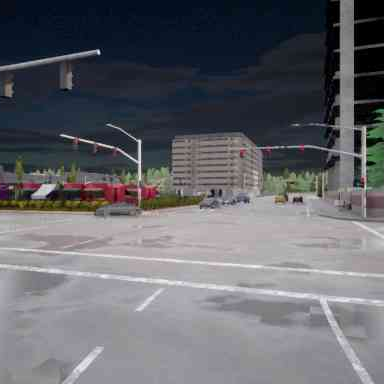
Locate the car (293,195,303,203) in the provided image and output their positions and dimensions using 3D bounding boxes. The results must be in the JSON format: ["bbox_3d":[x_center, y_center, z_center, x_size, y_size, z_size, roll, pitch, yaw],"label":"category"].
[{"bbox_3d":[21.516,1.478,67.606,1.882,1.535,5.008,0,0,19],"label":"car"}]

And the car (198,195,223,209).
[{"bbox_3d":[2.383,1.507,44.440,1.837,1.490,4.892,0,-1,19],"label":"car"}]

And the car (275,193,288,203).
[{"bbox_3d":[18.304,1.478,69.013,1.882,1.535,5.008,0,0,19],"label":"car"}]

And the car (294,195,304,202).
[{"bbox_3d":[24.818,1.525,77.347,2.128,1.511,4.902,0,0,19],"label":"car"}]

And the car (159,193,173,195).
[{"bbox_3d":[-7.884,1.209,81.479,4.605,1.855,1.932,0,0,19],"label":"car"}]

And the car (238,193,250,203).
[{"bbox_3d":[10.202,1.222,67.083,2.150,2.045,5.566,0,0,20],"label":"car"}]

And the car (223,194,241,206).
[{"bbox_3d":[6.387,1.492,56.122,2.128,1.511,4.902,0,0,19],"label":"car"}]

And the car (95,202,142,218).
[{"bbox_3d":[-6.670,1.608,30.179,4.181,1.385,1.994,-1,1,-14],"label":"car"}]
